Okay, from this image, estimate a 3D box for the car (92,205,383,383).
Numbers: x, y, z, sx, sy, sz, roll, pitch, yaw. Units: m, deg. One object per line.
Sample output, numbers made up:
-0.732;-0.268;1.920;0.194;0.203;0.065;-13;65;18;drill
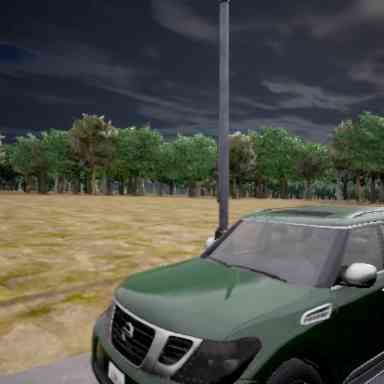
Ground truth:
1.583;1.240;4.479;5.566;2.045;2.150;1;0;-36;car
